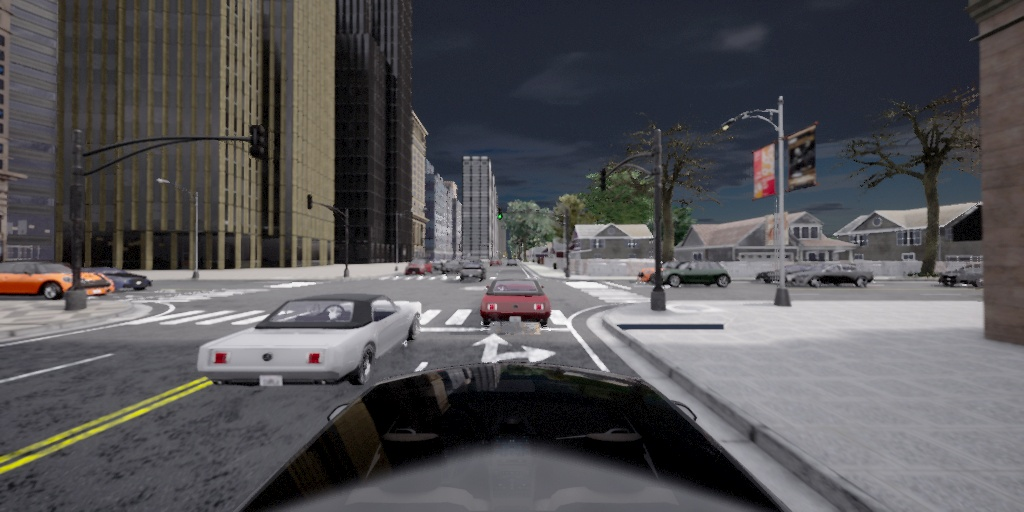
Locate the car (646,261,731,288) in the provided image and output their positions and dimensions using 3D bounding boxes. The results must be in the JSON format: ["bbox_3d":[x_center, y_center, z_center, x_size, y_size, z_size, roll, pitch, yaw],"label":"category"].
[{"bbox_3d":[11.612,1.118,23.451,4.553,1.767,2.097,0,-1,0],"label":"car"}]

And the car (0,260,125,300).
[{"bbox_3d":[-21.491,1.057,16.578,4.553,1.767,2.097,0,-1,-2],"label":"car"}]

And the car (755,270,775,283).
[{"bbox_3d":[21.216,1.345,26.637,5.357,1.411,2.033,0,-1,0],"label":"car"}]

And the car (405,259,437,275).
[{"bbox_3d":[-9.836,1.099,38.154,2.097,1.767,4.553,0,0,0],"label":"car"}]

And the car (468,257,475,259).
[{"bbox_3d":[-6.552,1.249,50.109,1.837,1.490,4.892,0,0,0],"label":"car"}]

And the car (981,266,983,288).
[{"bbox_3d":[25.283,1.260,16.643,4.181,1.385,1.994,0,-1,0],"label":"car"}]

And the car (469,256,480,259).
[{"bbox_3d":[-6.494,0.965,60.753,2.150,2.045,5.566,0,0,0],"label":"car"}]

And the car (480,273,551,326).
[{"bbox_3d":[0.096,1.329,11.547,1.895,1.301,4.718,0,1,0],"label":"car"}]

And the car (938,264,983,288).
[{"bbox_3d":[30.863,1.265,23.315,4.892,1.490,1.837,0,-1,1],"label":"car"}]

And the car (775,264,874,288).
[{"bbox_3d":[20.569,1.257,23.391,4.902,1.511,2.128,0,-1,0],"label":"car"}]

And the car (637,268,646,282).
[{"bbox_3d":[11.745,1.150,26.702,4.553,1.767,2.097,0,-1,0],"label":"car"}]

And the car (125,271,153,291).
[{"bbox_3d":[-22.694,1.302,19.805,4.181,1.385,1.994,0,-1,-3],"label":"car"}]

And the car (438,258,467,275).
[{"bbox_3d":[-6.581,1.251,39.970,1.837,1.490,4.892,0,0,0],"label":"car"}]

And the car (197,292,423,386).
[{"bbox_3d":[-3.150,1.351,6.920,1.895,1.301,4.718,0,0,0],"label":"car"}]

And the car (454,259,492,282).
[{"bbox_3d":[-3.137,1.279,29.834,2.128,1.511,4.902,1,0,0],"label":"car"}]
